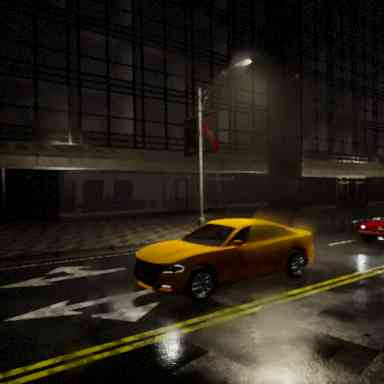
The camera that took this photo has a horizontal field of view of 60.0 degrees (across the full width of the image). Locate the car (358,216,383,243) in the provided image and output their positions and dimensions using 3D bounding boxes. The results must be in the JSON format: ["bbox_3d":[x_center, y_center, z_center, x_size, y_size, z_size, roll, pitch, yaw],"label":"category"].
[{"bbox_3d":[9.130,1.481,14.189,4.718,1.301,1.895,-1,0,-35],"label":"car"}]

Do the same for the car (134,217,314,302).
[{"bbox_3d":[0.992,1.434,8.373,5.008,1.535,1.882,-1,0,-36],"label":"car"}]
